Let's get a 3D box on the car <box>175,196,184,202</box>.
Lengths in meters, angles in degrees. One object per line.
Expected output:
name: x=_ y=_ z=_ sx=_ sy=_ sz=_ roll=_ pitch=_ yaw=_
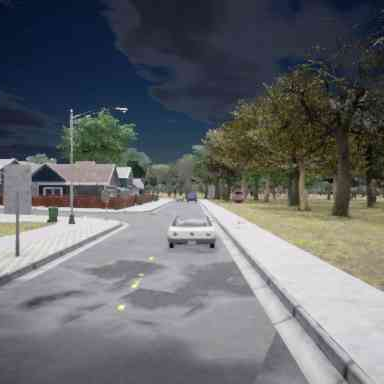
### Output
car: x=-2.751 y=1.565 z=75.067 sx=1.812 sy=1.442 sz=4.674 roll=0 pitch=0 yaw=0

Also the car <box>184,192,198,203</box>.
car: x=-0.001 y=1.292 z=68.622 sx=2.150 sy=2.045 sz=5.566 roll=0 pitch=0 yaw=0

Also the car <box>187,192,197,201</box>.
car: x=-0.006 y=1.122 z=84.455 sx=2.150 sy=2.045 sz=5.566 roll=0 pitch=0 yaw=-2

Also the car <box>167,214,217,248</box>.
car: x=0.000 y=1.616 z=14.680 sx=1.895 sy=1.301 sz=4.718 roll=0 pitch=0 yaw=0
